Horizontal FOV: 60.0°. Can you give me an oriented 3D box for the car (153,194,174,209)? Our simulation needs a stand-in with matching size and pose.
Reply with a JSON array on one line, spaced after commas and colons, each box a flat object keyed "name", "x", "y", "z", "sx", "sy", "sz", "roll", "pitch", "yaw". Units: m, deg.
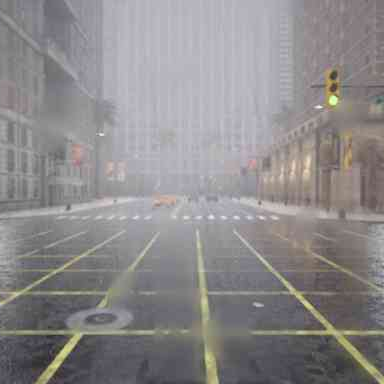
[{"name": "car", "x": -3.555, "y": 1.225, "z": 40.022, "sx": 1.882, "sy": 1.535, "sz": 5.008, "roll": 0, "pitch": 0, "yaw": 0}]

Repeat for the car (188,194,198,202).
[{"name": "car", "x": 0.230, "y": 1.094, "z": 63.067, "sx": 2.128, "sy": 1.511, "sz": 4.902, "roll": 0, "pitch": 0, "yaw": 1}]

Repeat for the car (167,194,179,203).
[{"name": "car", "x": -3.309, "y": 1.102, "z": 59.555, "sx": 1.882, "sy": 1.535, "sz": 5.008, "roll": 0, "pitch": 0, "yaw": 1}]

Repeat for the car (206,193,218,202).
[{"name": "car", "x": 3.730, "y": 0.955, "z": 62.999, "sx": 2.097, "sy": 1.767, "sz": 4.553, "roll": 0, "pitch": 0, "yaw": 1}]

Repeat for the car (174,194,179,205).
[{"name": "car", "x": -3.471, "y": 1.167, "z": 49.331, "sx": 1.882, "sy": 1.535, "sz": 5.008, "roll": 0, "pitch": 0, "yaw": 1}]
